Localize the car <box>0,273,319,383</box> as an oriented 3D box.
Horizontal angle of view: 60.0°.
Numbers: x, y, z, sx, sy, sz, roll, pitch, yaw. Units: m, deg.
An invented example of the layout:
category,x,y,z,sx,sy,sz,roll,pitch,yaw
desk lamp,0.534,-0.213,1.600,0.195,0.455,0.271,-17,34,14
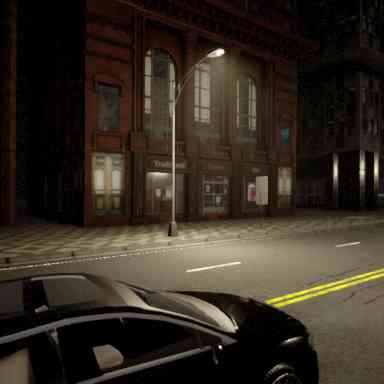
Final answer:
category,x,y,z,sx,sy,sz,roll,pitch,yaw
car,-0.933,1.492,2.775,4.902,1.511,2.128,0,0,-35
